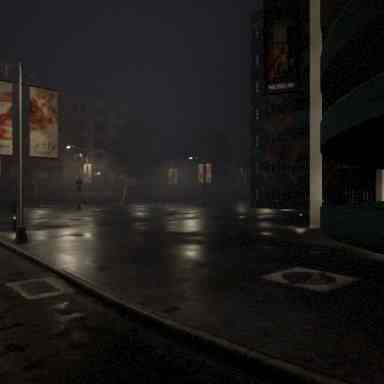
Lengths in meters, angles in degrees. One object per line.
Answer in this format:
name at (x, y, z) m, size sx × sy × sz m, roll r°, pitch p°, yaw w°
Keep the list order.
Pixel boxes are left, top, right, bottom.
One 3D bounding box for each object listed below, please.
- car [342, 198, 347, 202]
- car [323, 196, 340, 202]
car at (22.171, 1.413, 51.038) m, size 4.786 × 1.482 × 2.161 m, roll 0°, pitch 0°, yaw -41°
car at (15.615, 1.320, 39.957) m, size 4.674 × 1.452 × 2.002 m, roll 0°, pitch 0°, yaw -41°
